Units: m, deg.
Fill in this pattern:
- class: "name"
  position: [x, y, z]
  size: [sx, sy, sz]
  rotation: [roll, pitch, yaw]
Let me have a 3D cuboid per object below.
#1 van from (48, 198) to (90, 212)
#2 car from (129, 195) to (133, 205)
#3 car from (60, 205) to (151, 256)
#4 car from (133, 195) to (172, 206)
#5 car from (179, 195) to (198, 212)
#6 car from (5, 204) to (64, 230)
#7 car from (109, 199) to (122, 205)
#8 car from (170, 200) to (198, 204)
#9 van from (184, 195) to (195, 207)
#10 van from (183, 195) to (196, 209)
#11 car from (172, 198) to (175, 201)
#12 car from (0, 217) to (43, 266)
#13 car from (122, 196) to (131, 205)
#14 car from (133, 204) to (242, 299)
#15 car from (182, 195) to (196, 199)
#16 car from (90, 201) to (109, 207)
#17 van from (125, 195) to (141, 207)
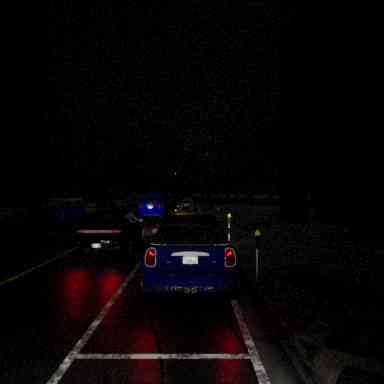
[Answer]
- class: "van"
  position: [-8.909, 1.344, 23.573]
  size: [1.690, 1.788, 3.998]
  rotation: [0, 0, 0]
- class: "car"
  position: [-8.910, 1.452, 45.324]
  size: [1.967, 1.590, 4.097]
  rotation: [0, 0, 0]
- class: "car"
  position: [-3.048, 1.493, 13.050]
  size: [2.128, 1.511, 4.902]
  rotation: [0, 0, 0]
- class: "car"
  position: [-3.147, 1.227, 27.775]
  size: [2.150, 2.045, 5.566]
  rotation: [0, 0, 0]
- class: "car"
  position: [-0.384, 1.324, 39.886]
  size: [2.192, 1.841, 5.009]
  rotation: [0, 0, 0]
- class: "car"
  position: [-8.909, 1.567, 18.136]
  size: [1.947, 1.339, 4.313]
  rotation: [0, 0, 0]
- class: "car"
  position: [-8.909, 1.572, 34.448]
  size: [1.947, 1.339, 4.313]
  rotation: [0, 0, 0]
- class: "car"
  position: [-0.384, 1.528, 23.743]
  size: [1.752, 1.417, 4.829]
  rotation: [0, 0, 0]
- class: "van"
  position: [-0.384, 1.355, 50.761]
  size: [1.690, 1.788, 3.998]
  rotation: [0, 0, 0]
- class: "van"
  position: [-0.384, 1.353, 45.324]
  size: [1.690, 1.788, 3.998]
  rotation: [0, 0, 0]
- class: "car"
  position: [-3.045, 1.503, 44.481]
  size: [2.128, 1.511, 4.902]
  rotation: [0, 0, 0]
- class: "car"
  position: [-6.246, 1.601, 9.258]
  size: [1.895, 1.301, 4.718]
  rotation: [0, 0, 0]
- class: "car"
  position: [-8.909, 1.534, 39.716]
  size: [1.752, 1.417, 4.829]
  rotation: [0, 0, 0]
- class: "car"
  position: [-0.032, 1.353, 8.620]
  size: [2.097, 1.767, 4.553]
  rotation: [0, 0, 0]
- class: "car"
  position: [-0.384, 1.446, 34.448]
  size: [1.967, 1.590, 4.097]
  rotation: [0, 0, 0]
- class: "car"
  position: [-8.909, 1.530, 28.841]
  size: [1.752, 1.417, 4.829]
  rotation: [0, 0, 0]
- class: "van"
  position: [-8.910, 1.355, 50.762]
  size: [1.690, 1.788, 3.998]
  rotation: [0, 0, 0]
